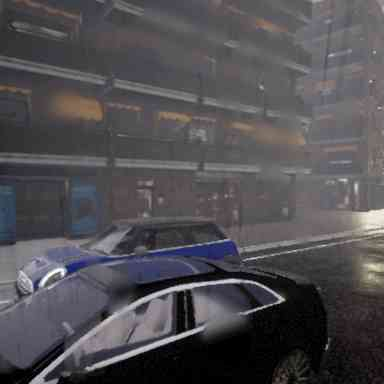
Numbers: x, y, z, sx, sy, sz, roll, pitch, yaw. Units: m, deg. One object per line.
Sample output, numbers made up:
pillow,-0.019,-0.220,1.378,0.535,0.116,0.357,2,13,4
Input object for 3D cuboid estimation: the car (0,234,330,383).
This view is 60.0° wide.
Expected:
car,-0.655,1.490,3.243,4.902,1.511,2.128,0,0,-36

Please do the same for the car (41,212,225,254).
car,-1.111,1.346,6.919,4.553,1.767,2.097,0,0,-36
